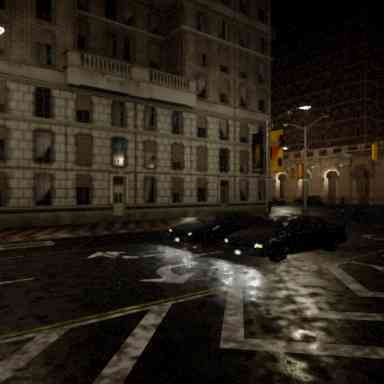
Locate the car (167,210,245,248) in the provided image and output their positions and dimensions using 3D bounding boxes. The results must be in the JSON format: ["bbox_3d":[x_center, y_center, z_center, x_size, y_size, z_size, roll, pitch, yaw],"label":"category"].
[{"bbox_3d":[1.548,1.547,15.079,5.357,1.411,2.033,0,0,-36],"label":"car"}]

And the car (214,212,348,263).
[{"bbox_3d":[3.615,1.547,12.257,5.357,1.411,2.033,0,0,-36],"label":"car"}]

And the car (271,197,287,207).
[{"bbox_3d":[12.117,1.477,50.765,1.882,1.535,5.008,0,0,-37],"label":"car"}]

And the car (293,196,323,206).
[{"bbox_3d":[18.736,1.351,53.901,2.097,1.767,4.553,0,0,-37],"label":"car"}]
